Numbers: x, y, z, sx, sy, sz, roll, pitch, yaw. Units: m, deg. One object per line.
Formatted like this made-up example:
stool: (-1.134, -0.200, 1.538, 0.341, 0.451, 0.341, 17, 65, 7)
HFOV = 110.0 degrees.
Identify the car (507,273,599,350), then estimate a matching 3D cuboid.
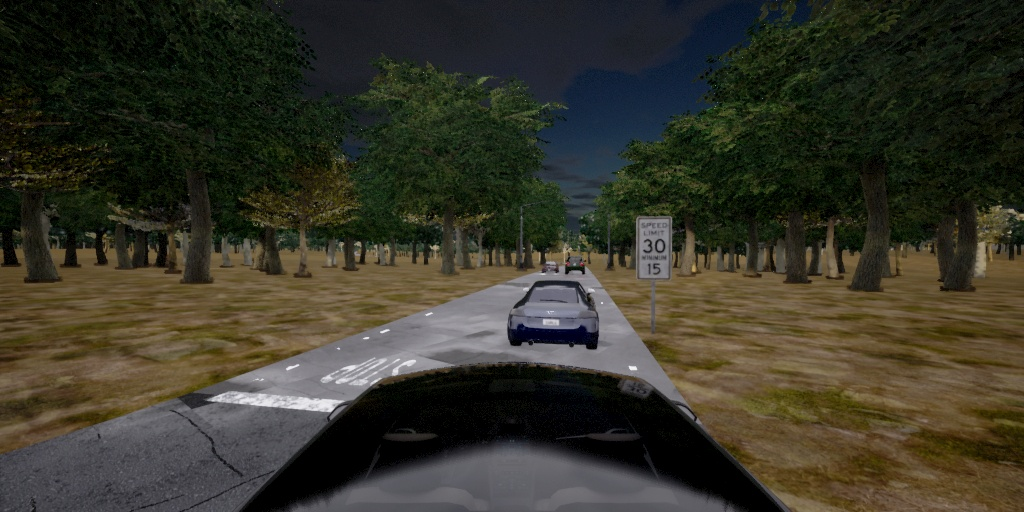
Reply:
car: (1.164, 1.307, 9.215, 1.994, 1.385, 4.181, 0, 0, 11)

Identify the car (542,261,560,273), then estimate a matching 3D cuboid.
car: (4.803, 1.358, 44.377, 1.812, 1.442, 4.674, 0, 0, 11)

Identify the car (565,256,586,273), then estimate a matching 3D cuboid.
car: (7.244, 1.033, 40.964, 2.150, 2.045, 5.566, 0, 0, 12)
